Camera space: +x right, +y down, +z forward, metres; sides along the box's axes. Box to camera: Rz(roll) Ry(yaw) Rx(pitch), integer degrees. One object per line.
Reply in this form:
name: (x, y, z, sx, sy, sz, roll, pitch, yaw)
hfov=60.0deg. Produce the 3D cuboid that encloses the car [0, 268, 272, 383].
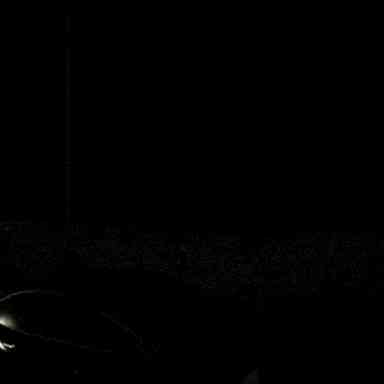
car: (-1.244, 1.591, 3.851, 4.313, 1.339, 1.947, -1, 0, 35)
